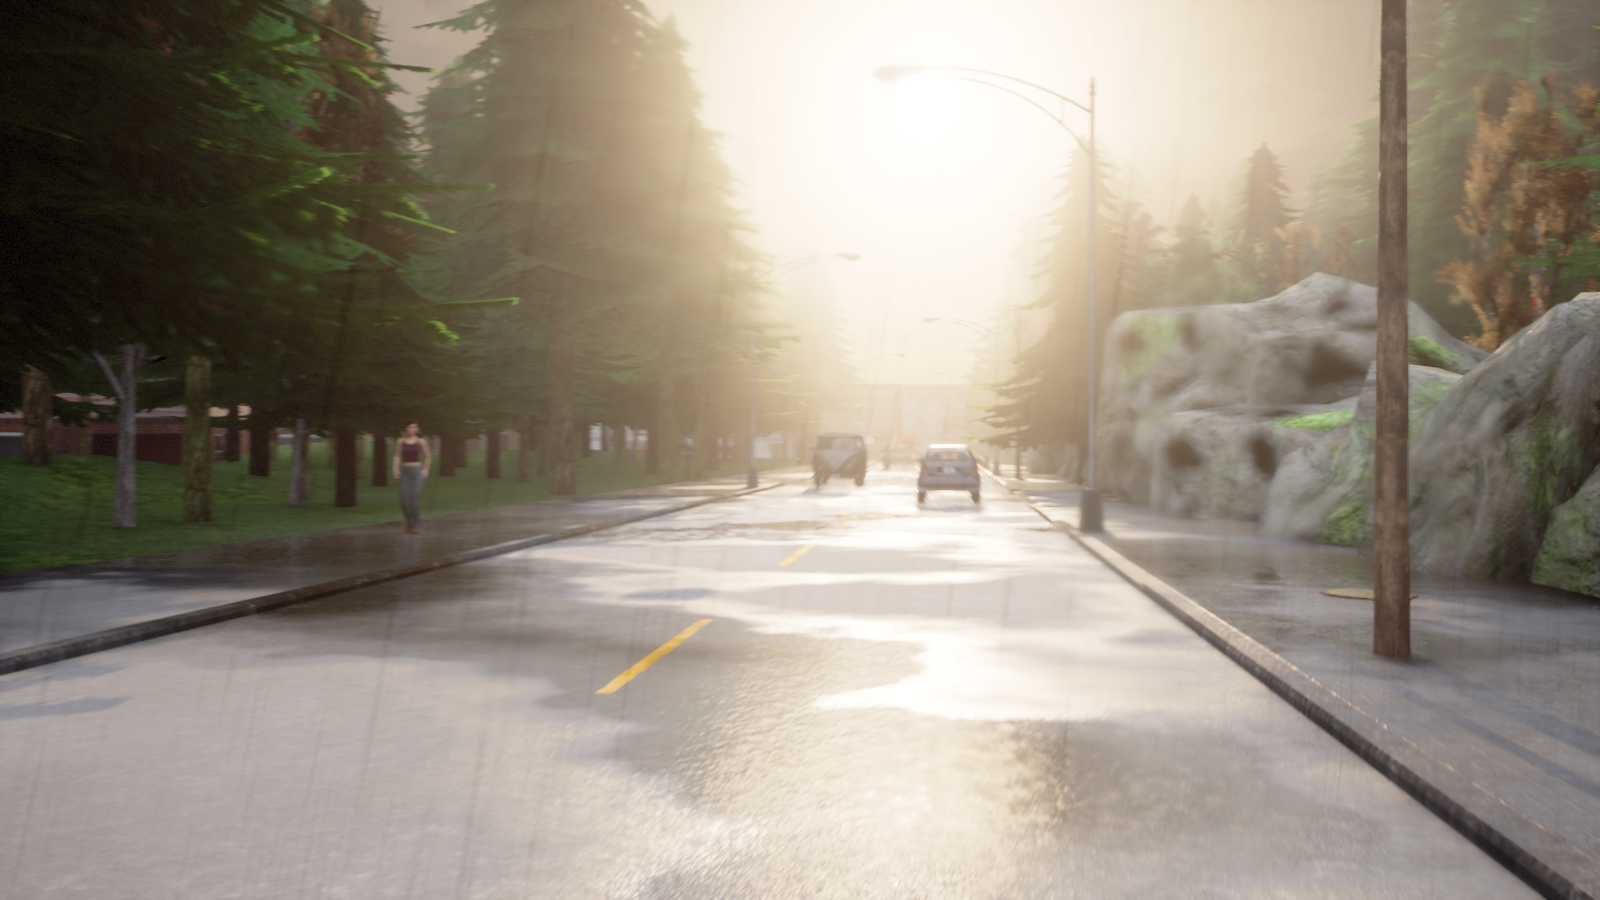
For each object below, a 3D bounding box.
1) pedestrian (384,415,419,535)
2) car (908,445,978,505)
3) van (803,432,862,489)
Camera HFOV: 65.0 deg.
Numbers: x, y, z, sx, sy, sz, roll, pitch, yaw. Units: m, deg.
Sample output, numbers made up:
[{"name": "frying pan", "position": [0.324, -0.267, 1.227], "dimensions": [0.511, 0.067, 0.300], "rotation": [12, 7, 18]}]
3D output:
[{"name": "pedestrian", "position": [-6.165, 0.381, 19.430], "dimensions": [0.345, 1.836, 0.594], "rotation": [0, 0, 1]}, {"name": "car", "position": [3.930, 0.641, 34.548], "dimensions": [1.789, 1.549, 3.705], "rotation": [0, 0, 7]}, {"name": "van", "position": [1.253, 0.374, 46.330], "dimensions": [1.775, 1.987, 4.442], "rotation": [0, 0, 7]}]
